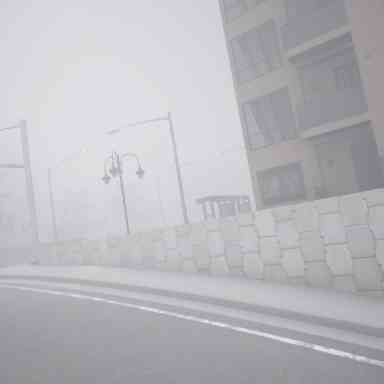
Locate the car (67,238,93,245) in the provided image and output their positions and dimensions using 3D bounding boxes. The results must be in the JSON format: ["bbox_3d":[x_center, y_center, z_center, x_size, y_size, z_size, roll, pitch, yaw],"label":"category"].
[{"bbox_3d":[-9.386,4.744,29.226,1.895,1.301,4.718,-14,-8,35],"label":"car"}]
